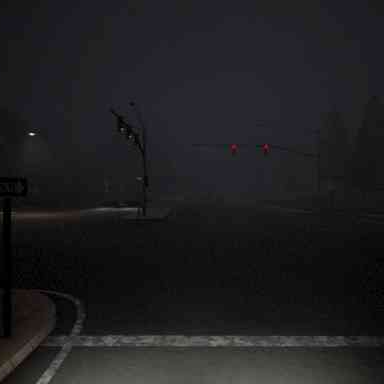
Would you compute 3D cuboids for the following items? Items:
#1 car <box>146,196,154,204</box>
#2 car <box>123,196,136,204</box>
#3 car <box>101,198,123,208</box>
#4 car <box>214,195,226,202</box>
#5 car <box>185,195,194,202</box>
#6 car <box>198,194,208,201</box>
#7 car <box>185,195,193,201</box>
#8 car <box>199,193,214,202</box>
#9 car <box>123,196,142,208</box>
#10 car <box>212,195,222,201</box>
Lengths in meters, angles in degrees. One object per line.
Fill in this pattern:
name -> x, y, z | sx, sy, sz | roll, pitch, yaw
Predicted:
car -> -8.493, 1.547, 64.184 | 2.033, 1.411, 5.357 | 0, 0, 0
car -> -11.995, 1.526, 64.159 | 1.812, 1.442, 4.674 | 0, 0, 0
car -> -11.813, 1.601, 48.455 | 1.895, 1.301, 4.718 | 0, 0, -1
car -> 6.403, 1.524, 73.534 | 1.812, 1.442, 4.674 | 0, 0, -1
car -> -0.590, 1.478, 73.054 | 1.882, 1.535, 5.008 | 0, 0, -1
car -> 2.749, 1.319, 83.541 | 2.097, 1.767, 4.553 | 0, 0, -1
car -> -0.750, 1.505, 83.492 | 1.994, 1.385, 4.181 | 0, 0, -1
car -> 2.911, 1.225, 73.019 | 2.150, 2.045, 5.566 | 0, 0, -1
car -> -8.314, 1.601, 48.517 | 1.895, 1.301, 4.718 | 0, 0, -1
car -> 6.249, 1.482, 83.610 | 2.128, 1.511, 4.902 | 0, 0, -1
